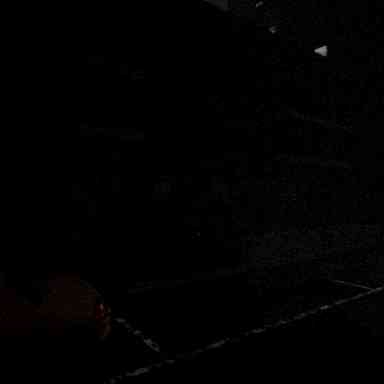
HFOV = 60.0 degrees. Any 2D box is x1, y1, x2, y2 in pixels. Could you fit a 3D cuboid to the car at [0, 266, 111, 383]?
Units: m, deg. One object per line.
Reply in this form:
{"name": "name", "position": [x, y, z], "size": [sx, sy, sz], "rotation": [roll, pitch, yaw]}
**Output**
{"name": "car", "position": [-3.385, 1.525, 3.659], "size": [4.829, 1.417, 1.752], "rotation": [0, 2, -35]}
